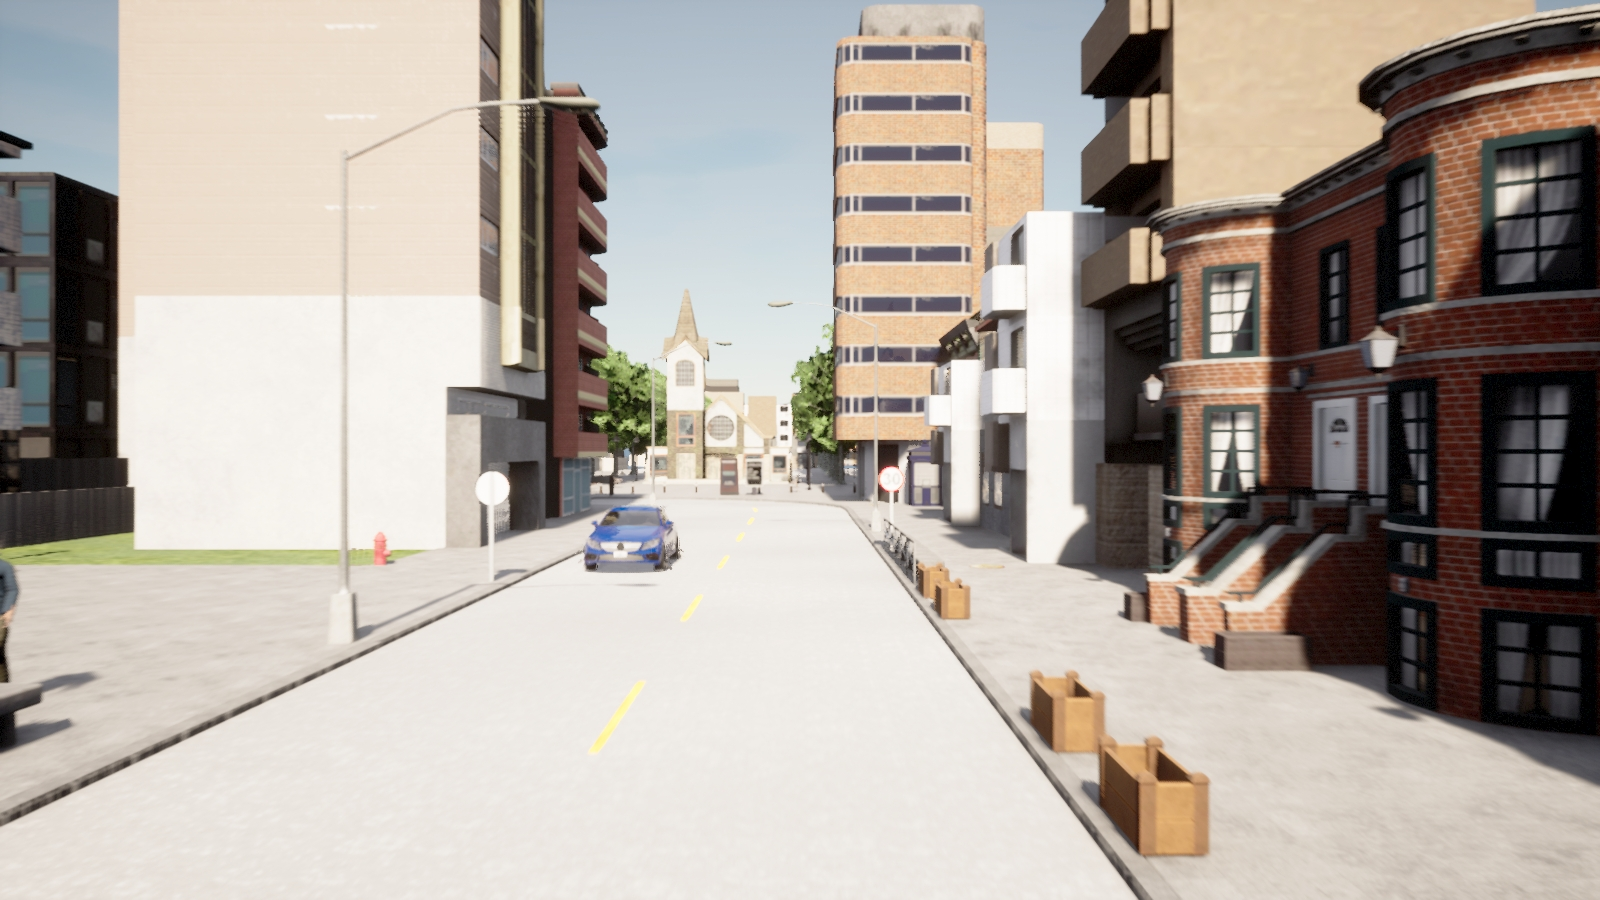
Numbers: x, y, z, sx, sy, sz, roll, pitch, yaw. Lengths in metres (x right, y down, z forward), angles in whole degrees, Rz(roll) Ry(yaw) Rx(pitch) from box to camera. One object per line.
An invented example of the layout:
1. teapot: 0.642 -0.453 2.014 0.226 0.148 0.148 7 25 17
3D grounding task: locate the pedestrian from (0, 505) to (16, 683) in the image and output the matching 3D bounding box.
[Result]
1. pedestrian: -8.604 1.526 12.075 0.375 1.860 0.375 0 0 -3

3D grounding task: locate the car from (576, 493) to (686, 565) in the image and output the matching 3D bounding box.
1. car: -4.023 1.861 27.911 2.002 1.442 4.674 0 0 0
